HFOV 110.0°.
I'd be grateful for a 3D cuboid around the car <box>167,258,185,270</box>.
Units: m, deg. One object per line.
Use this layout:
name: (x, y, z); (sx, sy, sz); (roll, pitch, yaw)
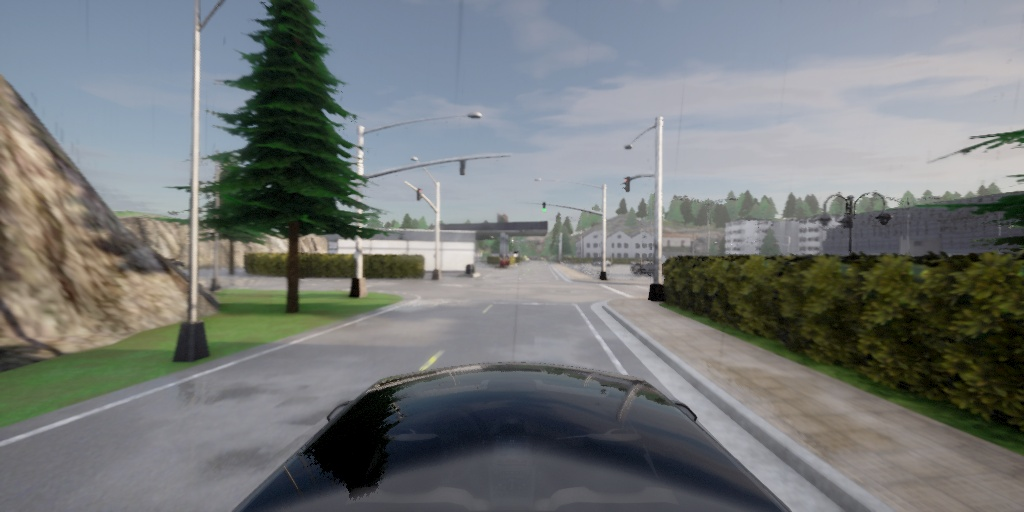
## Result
car: (-37.554, 0.910, 38.259); (1.837, 1.490, 4.892); (1, -1, -4)
